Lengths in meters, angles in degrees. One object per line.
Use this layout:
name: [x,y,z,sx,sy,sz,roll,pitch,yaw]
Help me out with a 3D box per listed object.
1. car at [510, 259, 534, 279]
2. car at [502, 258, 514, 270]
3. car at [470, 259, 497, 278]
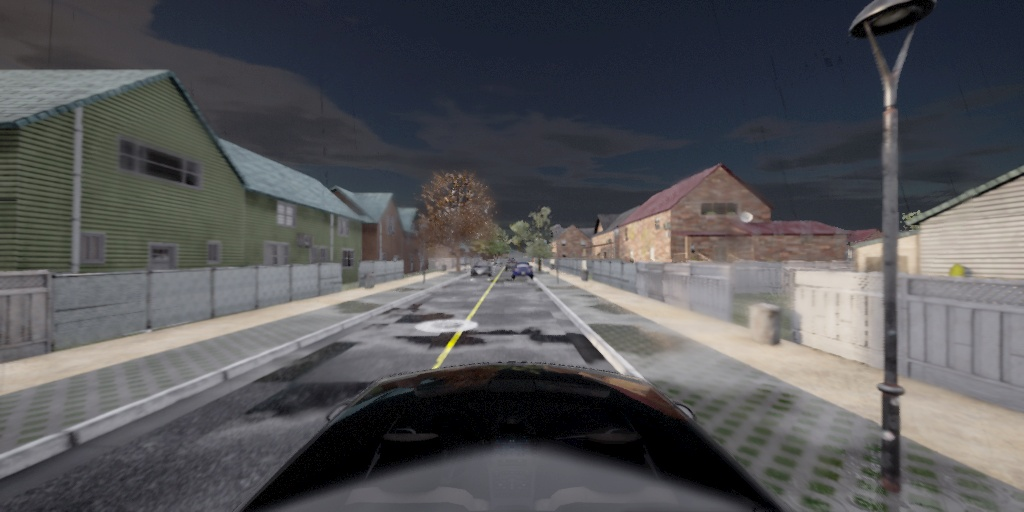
car: [0.954,1.290,32.449,1.812,1.442,4.674,0,0,0]
car: [-0.009,1.273,52.048,2.128,1.511,4.902,0,0,0]
car: [-2.849,1.257,34.276,2.128,1.511,4.902,0,0,0]
